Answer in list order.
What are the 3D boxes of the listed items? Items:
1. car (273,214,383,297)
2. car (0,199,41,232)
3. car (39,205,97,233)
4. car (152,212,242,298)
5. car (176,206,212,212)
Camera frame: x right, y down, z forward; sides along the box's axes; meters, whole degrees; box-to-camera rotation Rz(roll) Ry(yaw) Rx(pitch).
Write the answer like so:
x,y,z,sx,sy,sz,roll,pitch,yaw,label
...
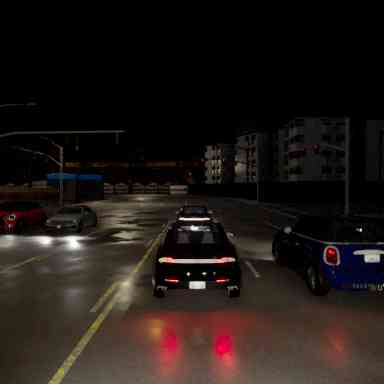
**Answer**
x,y,z,sx,sy,sz,roll,pitch,yaw,label
3.605,1.350,8.766,2.097,1.767,4.553,0,0,0,car
-10.488,1.355,19.795,2.097,1.767,4.553,0,0,0,car
-6.986,1.536,19.769,1.812,1.442,4.674,0,0,0,car
0.104,1.500,8.555,2.128,1.511,4.902,0,0,0,car
0.115,1.474,17.968,2.128,1.511,4.902,0,0,0,car
